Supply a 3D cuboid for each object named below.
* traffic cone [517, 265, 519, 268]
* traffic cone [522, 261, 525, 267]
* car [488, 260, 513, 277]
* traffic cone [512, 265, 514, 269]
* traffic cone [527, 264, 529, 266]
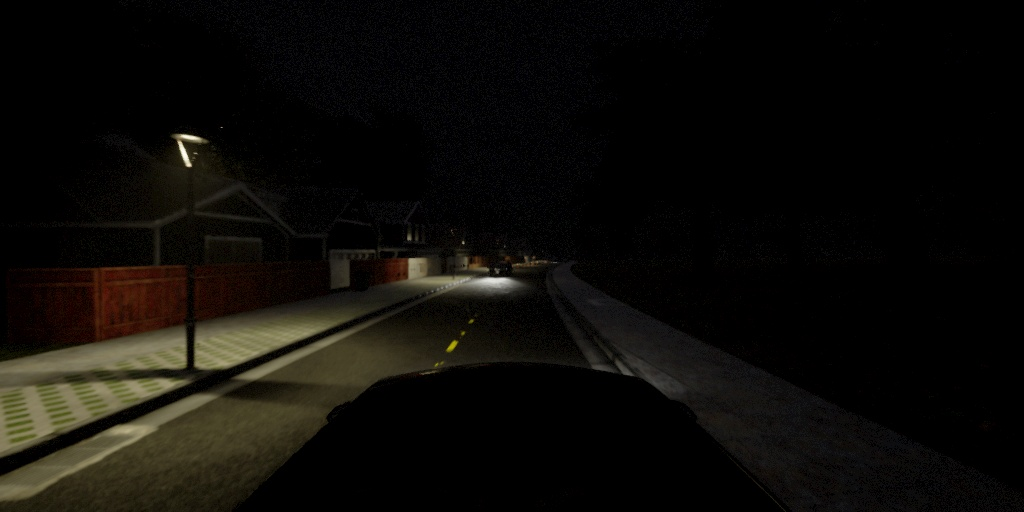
[{"bbox_3d":[0.951,1.507,55.138,0.340,0.580,0.340,0,0,10],"label":"traffic cone"},{"bbox_3d":[1.875,1.489,60.093,0.340,0.580,0.340,0,0,11],"label":"traffic cone"},{"bbox_3d":[-1.004,1.123,33.903,2.128,1.511,4.902,0,0,6],"label":"car"},{"bbox_3d":[0.108,1.524,50.169,0.340,0.580,0.340,0,0,9],"label":"traffic cone"},{"bbox_3d":[2.880,1.472,65.033,0.340,0.580,0.340,0,0,12],"label":"traffic cone"}]
